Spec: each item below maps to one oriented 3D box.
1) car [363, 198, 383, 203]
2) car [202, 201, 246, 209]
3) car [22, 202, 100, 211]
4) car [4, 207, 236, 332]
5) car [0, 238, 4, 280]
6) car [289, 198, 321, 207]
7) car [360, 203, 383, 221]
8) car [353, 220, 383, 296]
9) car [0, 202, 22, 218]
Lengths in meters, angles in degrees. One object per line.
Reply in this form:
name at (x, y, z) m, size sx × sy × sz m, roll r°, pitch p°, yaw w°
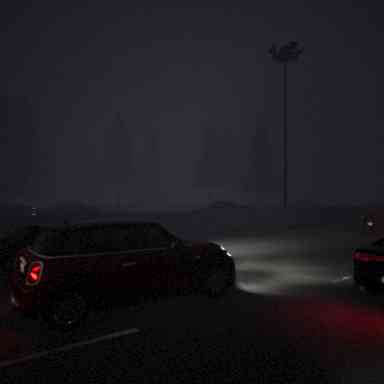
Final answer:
car at (24.274, 1.533, 43.452) m, size 4.181 × 1.385 × 1.994 m, roll 0°, pitch 0°, yaw -19°
car at (2.032, 1.473, 25.776) m, size 4.902 × 1.511 × 2.128 m, roll 0°, pitch 0°, yaw -29°
car at (-8.871, 1.475, 23.234) m, size 4.902 × 1.511 × 2.128 m, roll 0°, pitch 0°, yaw -33°
car at (-1.231, 1.347, 7.059) m, size 4.553 × 1.767 × 2.097 m, roll 0°, pitch 0°, yaw -35°
car at (-3.732, 1.594, 9.641) m, size 4.718 × 1.301 × 1.895 m, roll 0°, pitch 0°, yaw -35°
car at (14.777, 1.533, 43.591) m, size 4.181 × 1.385 × 1.994 m, roll 0°, pitch 0°, yaw -22°
car at (11.527, 1.512, 18.774) m, size 4.674 × 1.442 × 1.812 m, roll 0°, pitch 0°, yaw -28°
car at (5.695, 1.472, 7.427) m, size 5.008 × 1.535 × 1.882 m, roll 0°, pitch 0°, yaw -32°
car at (-13.964, 1.474, 24.013) m, size 4.902 × 1.511 × 2.128 m, roll 0°, pitch 0°, yaw -35°
